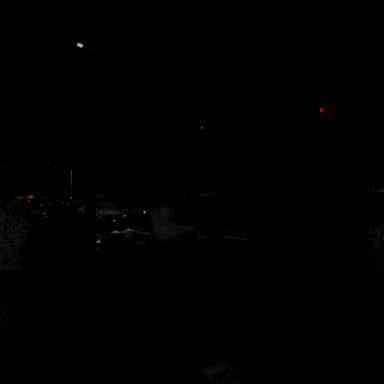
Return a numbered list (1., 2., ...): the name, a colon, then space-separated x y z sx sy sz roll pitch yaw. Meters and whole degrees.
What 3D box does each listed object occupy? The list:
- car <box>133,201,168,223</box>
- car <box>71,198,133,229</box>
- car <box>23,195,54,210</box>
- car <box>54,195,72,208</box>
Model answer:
1. car: -3.521 1.313 22.647 1.895 1.301 4.718 0 0 -34
2. car: -5.414 1.241 19.614 1.812 1.442 4.674 0 0 -34
3. car: -17.098 1.218 36.885 1.994 1.385 4.181 0 0 -34
4. car: -15.831 1.155 40.819 1.837 1.490 4.892 0 0 -34
